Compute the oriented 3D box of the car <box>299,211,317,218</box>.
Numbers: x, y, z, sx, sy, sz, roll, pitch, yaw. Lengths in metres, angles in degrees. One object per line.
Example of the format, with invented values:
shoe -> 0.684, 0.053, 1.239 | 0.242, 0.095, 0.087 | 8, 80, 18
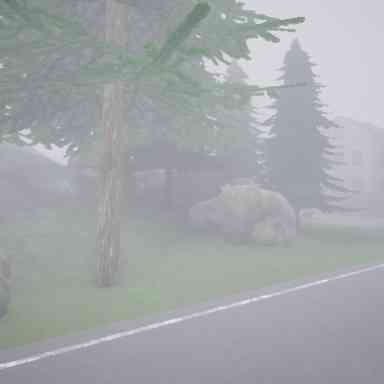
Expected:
car -> 8.085, 1.204, 29.205 | 2.150, 2.045, 5.566 | 0, 0, -35
